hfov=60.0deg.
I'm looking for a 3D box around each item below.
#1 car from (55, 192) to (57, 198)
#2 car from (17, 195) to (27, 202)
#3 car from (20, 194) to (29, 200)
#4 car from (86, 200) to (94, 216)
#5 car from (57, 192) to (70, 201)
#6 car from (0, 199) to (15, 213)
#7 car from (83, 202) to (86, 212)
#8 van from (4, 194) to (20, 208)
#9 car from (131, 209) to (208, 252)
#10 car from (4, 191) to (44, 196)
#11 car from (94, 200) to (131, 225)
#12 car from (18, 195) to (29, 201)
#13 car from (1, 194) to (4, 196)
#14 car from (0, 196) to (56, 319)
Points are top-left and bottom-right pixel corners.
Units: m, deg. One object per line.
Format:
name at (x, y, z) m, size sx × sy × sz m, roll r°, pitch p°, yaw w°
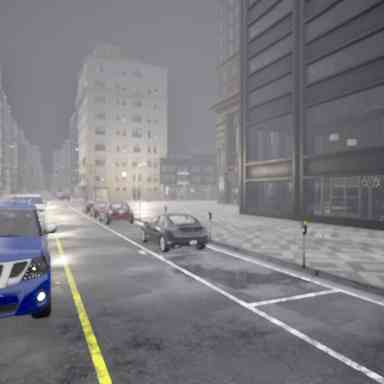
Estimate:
car at (-33.006, 1.249, 84.491) m, size 1.887 × 1.381 × 4.507 m, roll 0°, pitch 0°, yaw -24°
car at (-36.036, 1.296, 70.536) m, size 1.752 × 1.417 × 4.829 m, roll 0°, pitch 0°, yaw -24°
car at (-40.710, 1.240, 80.835) m, size 1.752 × 1.417 × 4.829 m, roll 0°, pitch 0°, yaw -24°
car at (-7.846, 1.521, 29.046) m, size 1.802 × 1.307 × 4.206 m, roll 0°, pitch 0°, yaw -24°
car at (-28.331, 1.076, 74.189) m, size 2.192 × 1.841 × 5.009 m, roll 0°, pitch 0°, yaw -24°
car at (-20.281, 1.488, 35.817) m, size 1.947 × 1.339 × 4.313 m, roll 0°, pitch 0°, yaw -24°
car at (-10.176, 1.471, 34.181) m, size 1.887 × 1.381 × 4.507 m, roll 0°, pitch 0°, yaw -24°
van at (-24.943, 1.235, 46.089) m, size 1.690 × 1.788 × 3.998 m, roll 0°, pitch 0°, yaw -24°
car at (-0.855, 1.527, 13.640) m, size 2.008 × 1.369 × 4.403 m, roll 0°, pitch 0°, yaw -24°
car at (-11.235, 1.175, 22.797) m, size 2.150 × 2.045 × 5.566 m, roll 0°, pitch 0°, yaw -24°
car at (-5.515, 1.392, 23.910) m, size 1.967 × 1.590 × 4.097 m, roll 0°, pitch 0°, yaw -24°
car at (-38.444, 1.308, 75.841) m, size 1.947 × 1.339 × 4.313 m, roll 0°, pitch 0°, yaw -24°
car at (-22.612, 1.224, 40.952) m, size 2.192 × 1.841 × 5.009 m, roll 0°, pitch 0°, yaw -24°
car at (-4.256, 1.212, 7.179) m, size 2.150 × 2.045 × 5.566 m, roll 0°, pitch 0°, yaw -24°
